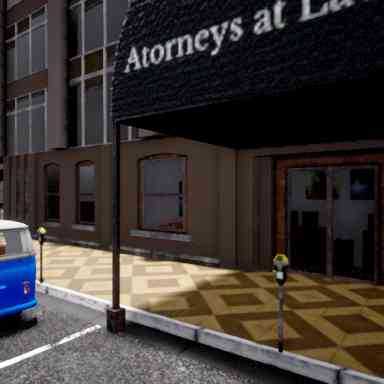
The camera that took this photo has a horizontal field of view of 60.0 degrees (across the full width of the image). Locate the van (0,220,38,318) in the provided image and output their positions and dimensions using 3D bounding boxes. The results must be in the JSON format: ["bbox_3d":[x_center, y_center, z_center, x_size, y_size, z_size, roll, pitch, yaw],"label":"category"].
[{"bbox_3d":[-4.540,1.341,6.098,3.998,1.788,1.690,0,0,35],"label":"van"}]
